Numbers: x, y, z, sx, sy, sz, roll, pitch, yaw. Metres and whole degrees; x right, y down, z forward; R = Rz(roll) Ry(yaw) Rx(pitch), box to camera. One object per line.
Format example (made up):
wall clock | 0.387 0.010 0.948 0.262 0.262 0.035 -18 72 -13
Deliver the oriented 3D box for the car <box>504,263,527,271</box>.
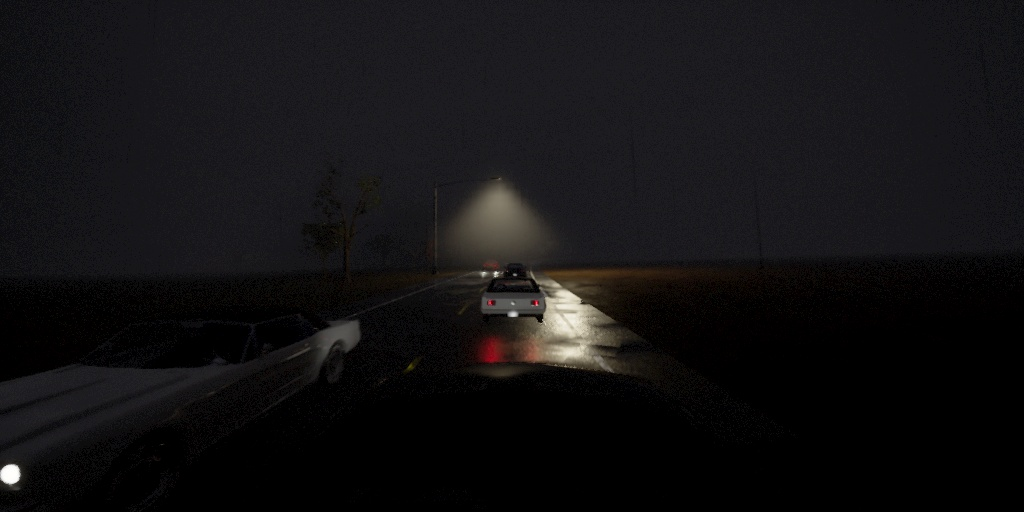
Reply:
car | 0.278 1.289 30.027 1.812 1.442 4.674 0 0 1

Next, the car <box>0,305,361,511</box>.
car | -3.628 1.339 4.201 1.895 1.301 4.718 0 0 0

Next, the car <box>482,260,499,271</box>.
car | -2.797 1.234 47.907 1.882 1.535 5.008 0 0 3

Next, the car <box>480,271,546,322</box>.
car | 0.044 1.356 12.329 1.895 1.301 4.718 0 0 0
